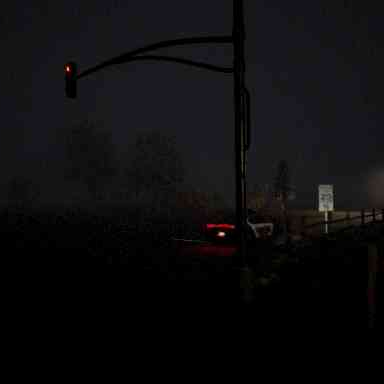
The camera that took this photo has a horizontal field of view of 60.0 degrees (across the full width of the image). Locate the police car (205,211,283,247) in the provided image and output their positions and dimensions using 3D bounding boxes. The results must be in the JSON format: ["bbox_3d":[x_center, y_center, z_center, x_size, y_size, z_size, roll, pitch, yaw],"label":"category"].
[{"bbox_3d":[2.840,1.753,16.546,2.038,1.542,4.974,-1,-2,40],"label":"police car"}]
